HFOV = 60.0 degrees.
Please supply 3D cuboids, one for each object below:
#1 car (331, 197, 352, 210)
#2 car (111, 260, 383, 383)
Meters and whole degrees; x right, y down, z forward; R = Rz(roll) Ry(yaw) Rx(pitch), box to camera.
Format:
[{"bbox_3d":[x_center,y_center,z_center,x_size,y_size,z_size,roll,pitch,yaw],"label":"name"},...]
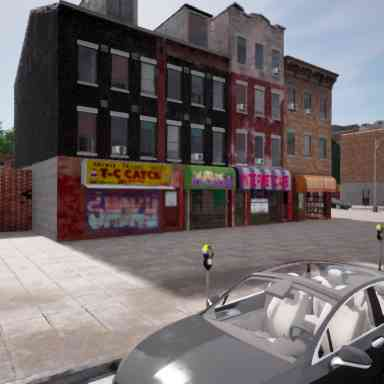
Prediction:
[{"bbox_3d":[16.655,1.383,39.979,1.837,1.490,4.892,0,0,-36],"label":"car"},{"bbox_3d":[1.290,1.552,3.719,4.403,1.369,2.008,0,0,-35],"label":"car"}]
